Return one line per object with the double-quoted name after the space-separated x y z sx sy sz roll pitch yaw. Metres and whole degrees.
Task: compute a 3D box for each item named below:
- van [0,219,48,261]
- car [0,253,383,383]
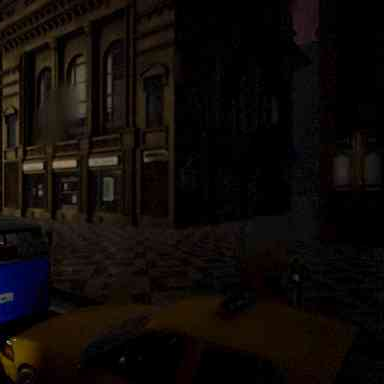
-4.281 1.338 6.012 3.998 1.788 1.690 0 0 35 "van"
0.142 1.525 2.859 4.829 1.417 1.752 0 0 35 "car"
